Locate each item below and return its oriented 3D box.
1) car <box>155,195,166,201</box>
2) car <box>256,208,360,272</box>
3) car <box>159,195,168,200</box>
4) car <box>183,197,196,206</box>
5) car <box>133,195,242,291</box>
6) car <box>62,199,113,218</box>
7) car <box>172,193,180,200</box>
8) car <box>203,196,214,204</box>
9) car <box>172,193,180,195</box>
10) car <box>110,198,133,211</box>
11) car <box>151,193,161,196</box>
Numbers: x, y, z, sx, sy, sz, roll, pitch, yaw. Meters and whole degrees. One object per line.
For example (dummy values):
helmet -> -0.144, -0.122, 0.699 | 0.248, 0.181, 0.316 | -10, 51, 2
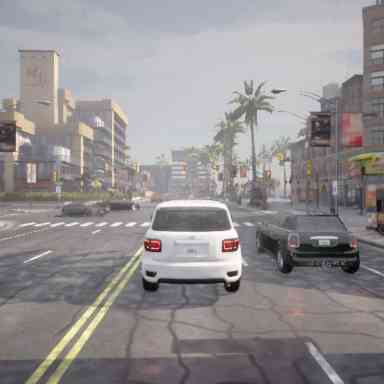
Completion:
car -> -7.801, 1.525, 82.588 | 2.128, 1.511, 4.902 | 0, 0, -1
car -> 3.479, 1.352, 10.889 | 2.097, 1.767, 4.553 | 0, 0, 0
car -> -7.906, 1.540, 92.927 | 2.033, 1.411, 5.357 | 0, 0, -1
car -> -0.439, 1.547, 56.093 | 2.033, 1.411, 5.357 | 0, 0, -1
car -> -0.015, 1.221, 9.151 | 2.150, 2.045, 5.566 | 0, 0, 0
car -> -9.759, 1.564, 30.219 | 4.181, 1.385, 1.994 | 0, 0, 24
car -> -4.418, 1.225, 93.590 | 2.150, 2.045, 5.566 | 0, 0, -1
car -> 2.997, 1.526, 62.539 | 1.812, 1.442, 4.674 | 0, 0, -1
car -> -4.205, 1.540, 72.880 | 2.033, 1.411, 5.357 | 0, 0, -1
car -> -8.563, 1.478, 38.397 | 5.008, 1.535, 1.882 | 0, 1, -29
car -> -7.705, 1.225, 72.866 | 2.150, 2.045, 5.566 | 0, 0, -1
